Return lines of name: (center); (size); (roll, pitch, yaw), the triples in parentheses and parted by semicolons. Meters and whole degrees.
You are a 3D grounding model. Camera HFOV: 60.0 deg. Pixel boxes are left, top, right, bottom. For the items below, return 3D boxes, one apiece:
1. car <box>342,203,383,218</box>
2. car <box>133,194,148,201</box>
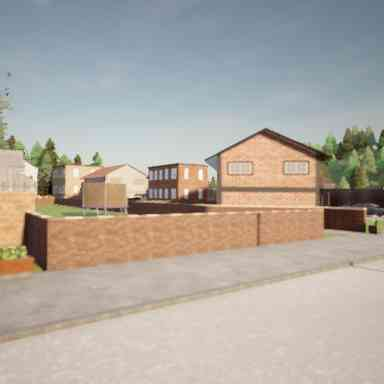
car: (18.771, 1.885, 35.612); (2.033, 1.411, 5.357); (1, 0, -35)
car: (-6.439, 1.196, 44.233); (1.905, 1.878, 3.866); (1, 0, -35)
